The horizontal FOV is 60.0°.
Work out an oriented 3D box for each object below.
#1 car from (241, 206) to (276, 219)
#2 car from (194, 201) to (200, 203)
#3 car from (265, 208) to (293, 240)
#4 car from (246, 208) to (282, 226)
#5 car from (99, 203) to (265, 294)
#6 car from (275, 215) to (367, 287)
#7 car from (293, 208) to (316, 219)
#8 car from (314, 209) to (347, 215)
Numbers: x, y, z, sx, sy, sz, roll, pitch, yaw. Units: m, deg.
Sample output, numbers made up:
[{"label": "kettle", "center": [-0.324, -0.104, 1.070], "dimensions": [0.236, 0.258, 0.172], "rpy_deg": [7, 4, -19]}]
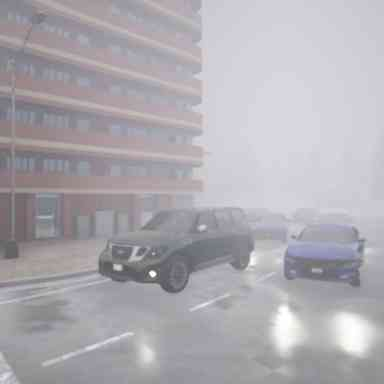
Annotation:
[{"label": "car", "center": [8.418, 2.523, 42.508], "dimensions": [2.033, 1.411, 5.357], "rpy_deg": [0, -1, -17]}, {"label": "car", "center": [-0.389, 2.896, 68.437], "dimensions": [2.150, 2.045, 5.566], "rpy_deg": [1, -2, -40]}, {"label": "car", "center": [4.534, 1.906, 18.927], "dimensions": [1.882, 1.535, 5.008], "rpy_deg": [-1, -1, 18]}, {"label": "car", "center": [6.666, 2.265, 31.497], "dimensions": [2.033, 1.411, 5.357], "rpy_deg": [0, -1, -3]}, {"label": "car", "center": [-0.089, 1.469, 10.069], "dimensions": [2.150, 2.045, 5.566], "rpy_deg": [-1, -2, 37]}, {"label": "car", "center": [4.276, 1.699, 10.347], "dimensions": [1.882, 1.535, 5.008], "rpy_deg": [-1, -2, 29]}, {"label": "car", "center": [9.926, 2.111, 28.436], "dimensions": [2.128, 1.511, 4.902], "rpy_deg": [0, -1, 2]}, {"label": "car", "center": [8.076, 1.919, 18.596], "dimensions": [1.812, 1.442, 4.674], "rpy_deg": [-1, -1, 17]}]
